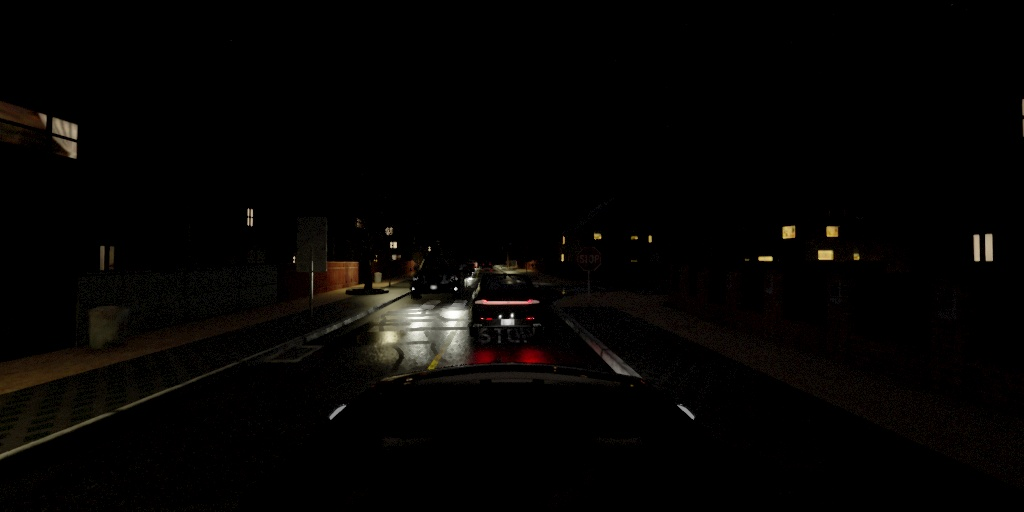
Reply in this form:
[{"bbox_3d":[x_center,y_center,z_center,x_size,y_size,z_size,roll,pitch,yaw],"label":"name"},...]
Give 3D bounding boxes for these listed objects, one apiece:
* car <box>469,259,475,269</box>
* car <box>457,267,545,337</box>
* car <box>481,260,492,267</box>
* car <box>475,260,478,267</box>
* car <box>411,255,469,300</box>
[{"bbox_3d":[-5.067,1.310,36.637,1.882,1.535,5.008,0,0,-5],"label":"car"},{"bbox_3d":[-0.196,1.251,10.335,2.128,1.511,4.902,0,0,-2],"label":"car"},{"bbox_3d":[-4.395,1.546,62.884,1.812,1.442,4.674,0,0,-5],"label":"car"},{"bbox_3d":[-6.159,1.464,49.975,2.033,1.411,5.357,0,0,-4],"label":"car"},{"bbox_3d":[-3.557,0.988,18.142,2.150,2.045,5.566,0,0,-4],"label":"car"}]
